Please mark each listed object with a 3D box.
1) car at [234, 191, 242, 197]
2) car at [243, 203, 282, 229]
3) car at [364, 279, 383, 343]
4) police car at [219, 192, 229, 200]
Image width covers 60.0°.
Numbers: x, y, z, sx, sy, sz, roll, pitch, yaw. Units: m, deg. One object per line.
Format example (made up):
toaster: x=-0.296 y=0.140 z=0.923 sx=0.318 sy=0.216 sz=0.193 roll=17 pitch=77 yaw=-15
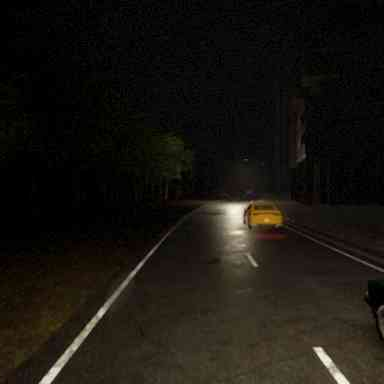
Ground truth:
car: x=12.688 y=0.620 z=91.456 sx=1.837 sy=1.490 sz=4.892 roll=0 pitch=1 yaw=16
car: x=4.380 y=1.440 z=21.176 sx=1.882 sy=1.535 sz=5.008 roll=0 pitch=0 yaw=4
car: x=3.657 y=1.597 z=3.195 sx=1.895 sy=1.301 sz=4.718 roll=0 pitch=0 yaw=1
police car: x=7.227 y=0.924 z=74.404 sx=1.930 sy=1.638 sz=5.238 roll=0 pitch=1 yaw=13
